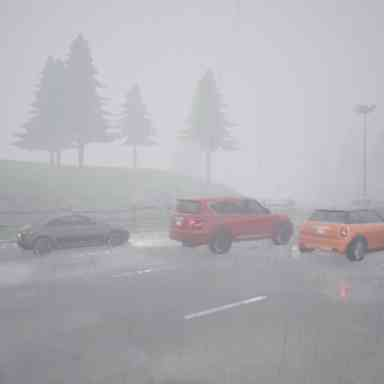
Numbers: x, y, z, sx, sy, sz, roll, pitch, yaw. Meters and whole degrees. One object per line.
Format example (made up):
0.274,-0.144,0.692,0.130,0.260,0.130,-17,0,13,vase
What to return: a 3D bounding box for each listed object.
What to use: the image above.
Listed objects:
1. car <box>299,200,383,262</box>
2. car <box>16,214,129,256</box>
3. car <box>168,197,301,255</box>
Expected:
6.009,1.335,12.303,4.553,1.767,2.097,0,0,-36,car
-4.662,1.558,13.304,4.181,1.385,1.994,0,0,-35,car
1.693,1.209,13.522,5.566,2.045,2.150,0,0,-35,car
